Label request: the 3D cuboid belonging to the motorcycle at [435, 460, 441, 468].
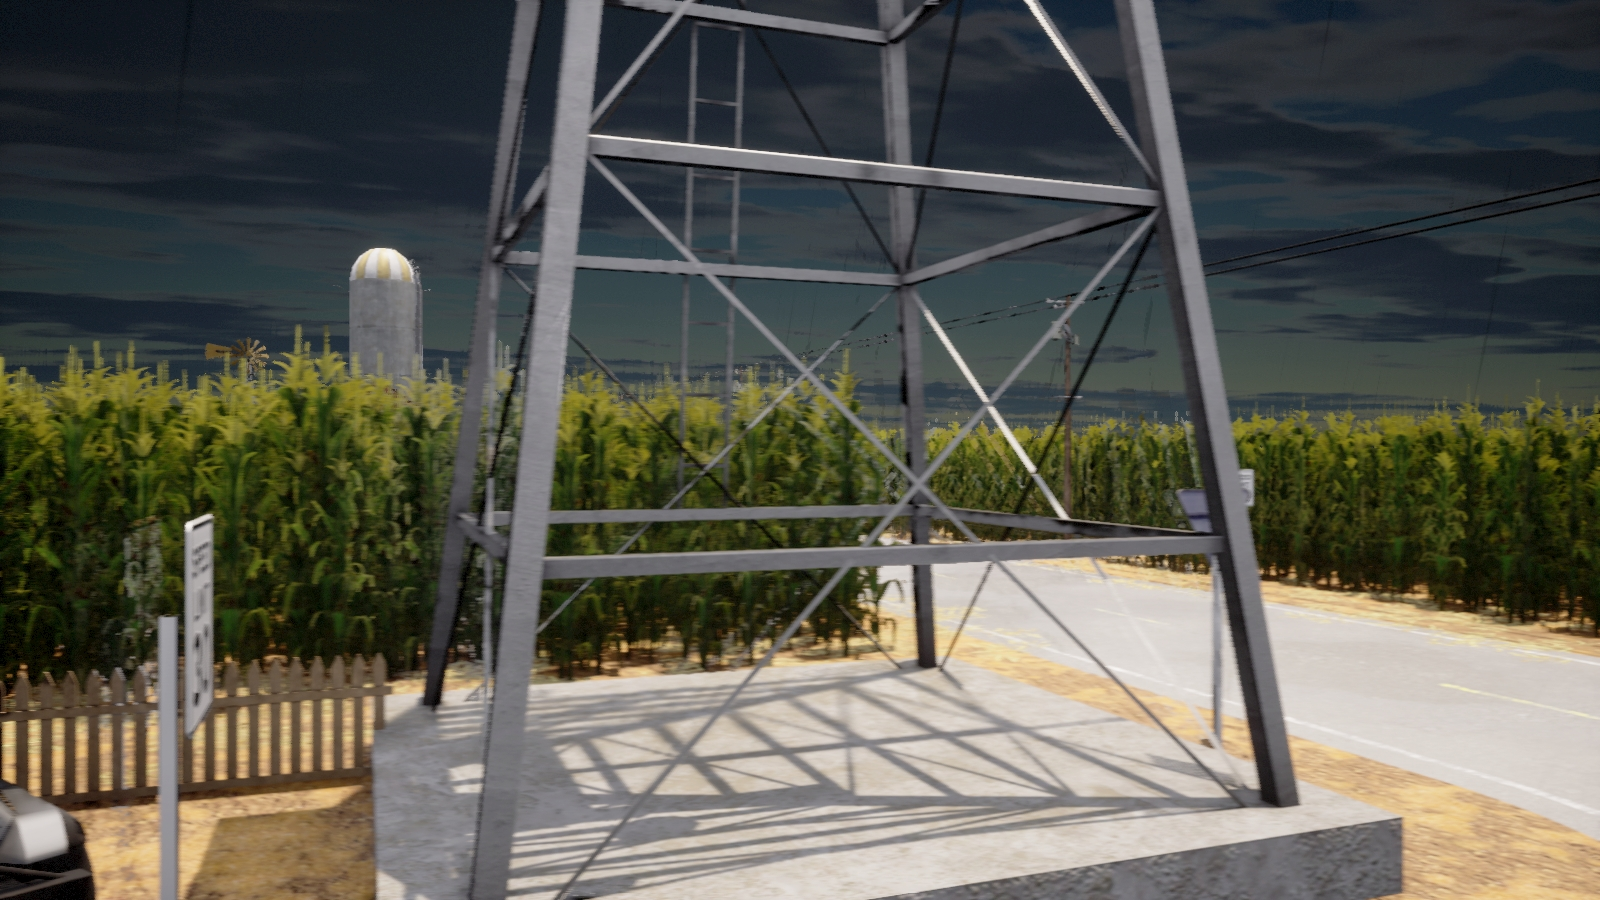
[{"bbox_3d":[-56.181,2.141,177.437,0.764,1.307,2.356,0,0,-21],"label":"motorcycle"}]
